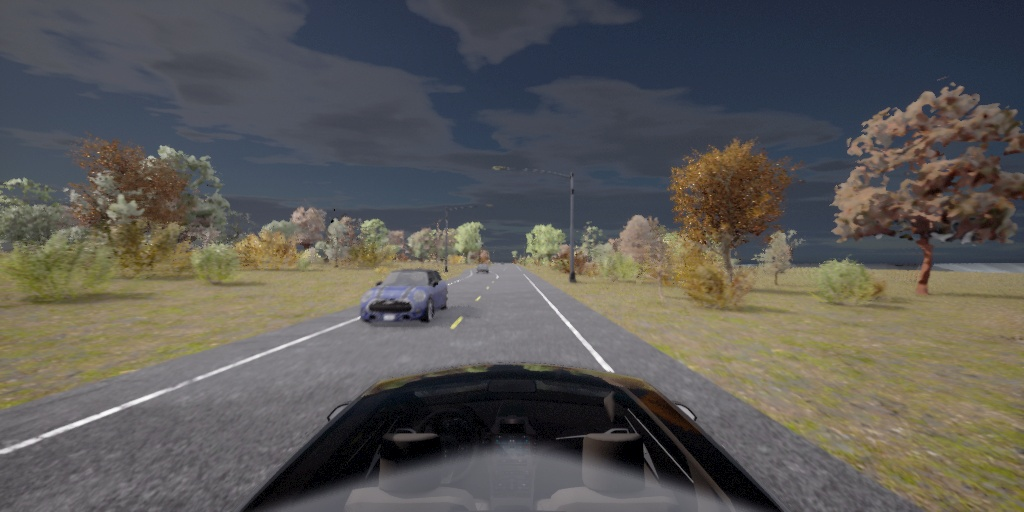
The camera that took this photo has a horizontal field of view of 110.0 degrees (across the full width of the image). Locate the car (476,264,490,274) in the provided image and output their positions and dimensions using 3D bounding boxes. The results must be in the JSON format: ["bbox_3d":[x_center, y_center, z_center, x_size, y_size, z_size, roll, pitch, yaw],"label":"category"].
[{"bbox_3d":[-4.487,1.953,54.948,1.837,1.490,4.892,0,-1,-6],"label":"car"}]

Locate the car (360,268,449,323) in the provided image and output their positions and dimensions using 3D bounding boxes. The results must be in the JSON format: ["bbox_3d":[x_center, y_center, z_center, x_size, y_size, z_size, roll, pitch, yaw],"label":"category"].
[{"bbox_3d":[-3.600,1.242,12.770,2.097,1.767,4.553,0,-1,0],"label":"car"}]
